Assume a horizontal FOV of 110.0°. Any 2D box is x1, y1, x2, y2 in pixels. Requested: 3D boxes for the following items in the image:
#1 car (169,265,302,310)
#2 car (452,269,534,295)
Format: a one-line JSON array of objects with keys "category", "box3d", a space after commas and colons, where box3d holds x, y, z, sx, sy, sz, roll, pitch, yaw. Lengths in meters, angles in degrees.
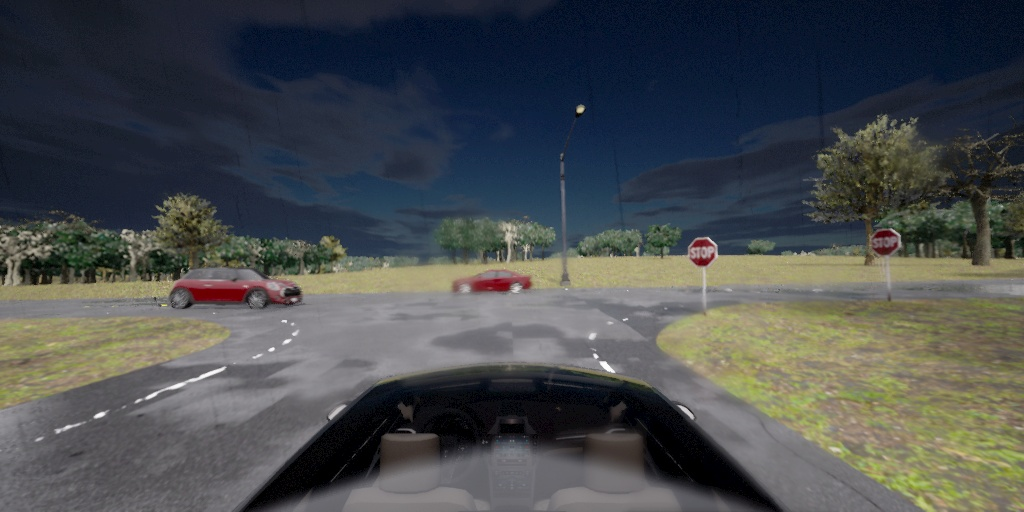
[{"category": "car", "box3d": [-11.426, 1.258, 15.111, 4.553, 1.767, 2.097, 0, -2, 0]}, {"category": "car", "box3d": [-1.178, 1.574, 22.166, 5.008, 1.535, 1.882, -1, -1, -1]}]
